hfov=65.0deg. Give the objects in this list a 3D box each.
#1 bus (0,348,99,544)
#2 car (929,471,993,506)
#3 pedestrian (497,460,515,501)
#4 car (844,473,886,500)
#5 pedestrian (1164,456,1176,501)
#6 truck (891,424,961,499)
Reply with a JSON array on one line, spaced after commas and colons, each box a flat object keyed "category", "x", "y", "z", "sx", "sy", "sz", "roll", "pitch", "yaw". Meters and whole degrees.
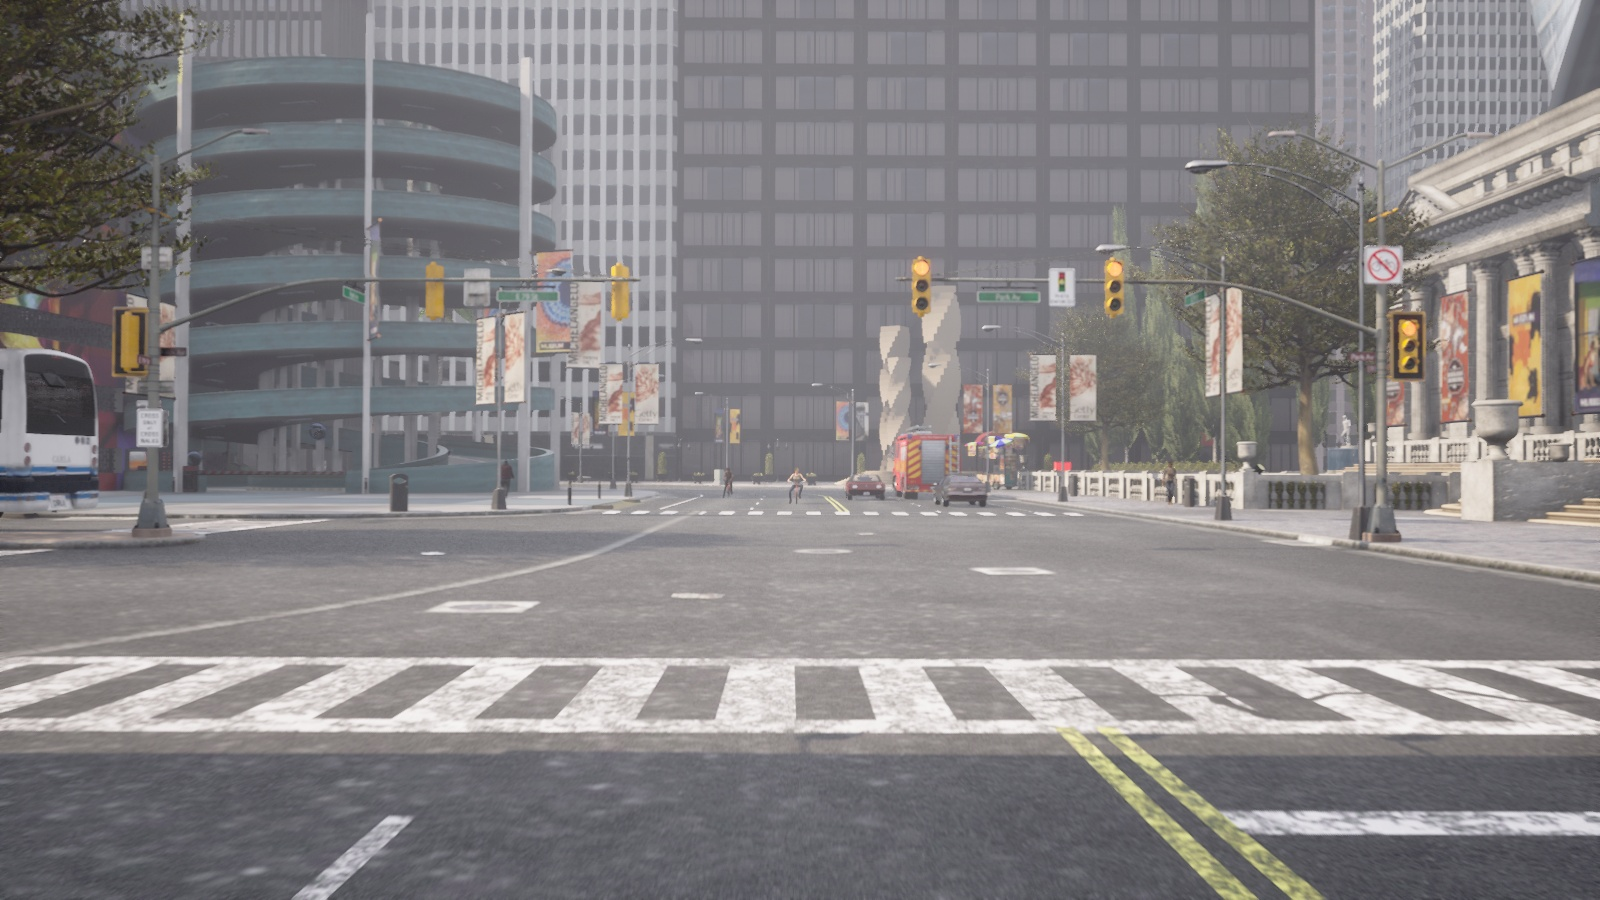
[{"category": "bus", "x": -22.561, "y": -0.040, "z": 29.222, "sx": 10.273, "sy": 4.253, "sz": 3.944, "roll": 0, "pitch": -1, "yaw": 0}, {"category": "car", "x": 6.869, "y": 1.641, "z": 54.088, "sx": 2.033, "sy": 1.411, "sz": 5.357, "roll": 0, "pitch": -1, "yaw": 0}, {"category": "pedestrian", "x": -13.297, "y": 1.371, "z": 56.807, "sx": 0.634, "sy": 1.844, "sz": 0.899, "roll": 0, "pitch": -1, "yaw": -3}, {"category": "car", "x": 3.300, "y": 1.864, "z": 64.507, "sx": 1.895, "sy": 1.301, "sz": 4.718, "roll": 0, "pitch": -1, "yaw": 0}, {"category": "pedestrian", "x": 14.974, "y": 1.169, "z": 50.867, "sx": 0.328, "sy": 1.805, "sz": 0.869, "roll": 0, "pitch": -1, "yaw": 8}, {"category": "truck", "x": 6.773, "y": 0.645, "z": 68.653, "sx": 2.891, "sy": 3.827, "sz": 8.468, "roll": 0, "pitch": -1, "yaw": 0}]
